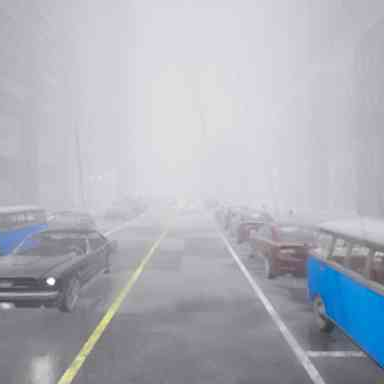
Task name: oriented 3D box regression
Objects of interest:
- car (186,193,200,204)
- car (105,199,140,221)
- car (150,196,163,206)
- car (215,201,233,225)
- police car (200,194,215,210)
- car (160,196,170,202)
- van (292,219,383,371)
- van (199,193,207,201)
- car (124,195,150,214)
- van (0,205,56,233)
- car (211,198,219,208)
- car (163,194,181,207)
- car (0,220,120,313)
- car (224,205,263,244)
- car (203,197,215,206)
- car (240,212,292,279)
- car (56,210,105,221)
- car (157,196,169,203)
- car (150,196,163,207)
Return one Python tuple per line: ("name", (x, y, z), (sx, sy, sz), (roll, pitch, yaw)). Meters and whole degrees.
("car", (-0.006, 1.446, 59.458), (1.812, 1.442, 4.674), (0, 0, 0))
("car", (-5.765, 1.507, 26.671), (2.008, 1.369, 4.403), (0, 0, 0))
("car", (-5.769, 1.449, 54.594), (1.752, 1.417, 4.829), (0, 0, 0))
("car", (2.761, 1.516, 21.058), (2.008, 1.369, 4.403), (0, 0, 0))
("police car", (2.362, 1.362, 42.082), (1.930, 1.638, 5.238), (0, 0, 0))
("car", (-5.771, 1.475, 71.620), (1.947, 1.339, 4.313), (0, 0, 0))
("van", (2.762, 1.334, 4.208), (1.690, 1.788, 3.998), (0, 0, 0))
("van", (2.752, 1.243, 82.865), (1.690, 1.788, 3.998), (0, 0, 0))
("car", (-5.766, 1.264, 32.289), (2.192, 1.841, 5.009), (0, 0, 0))
("van", (-5.763, 1.324, 9.814), (1.690, 1.788, 3.998), (0, 0, 0))
("car", (2.760, 1.482, 26.852), (1.752, 1.417, 4.829), (0, 0, 0))
("car", (-3.087, 1.476, 50.150), (2.033, 1.411, 5.357), (0, 0, 0))
("car", (-3.102, 1.587, 7.751), (1.895, 1.301, 4.718), (0, 0, 0))
("car", (2.761, 1.519, 15.445), (1.887, 1.381, 4.507), (0, 0, 0))
("car", (2.756, 1.469, 54.774), (1.887, 1.381, 4.507), (0, 0, 0))
("car", (2.762, 1.528, 9.827), (1.887, 1.381, 4.507), (0, 0, 0))
("car", (-5.764, 1.525, 15.433), (2.008, 1.369, 4.403), (0, 0, 0))
("car", (-5.770, 1.480, 66.002), (1.947, 1.339, 4.313), (0, 0, 0))
("car", (-5.768, 1.495, 49.146), (1.947, 1.339, 4.313), (0, 0, 0))
